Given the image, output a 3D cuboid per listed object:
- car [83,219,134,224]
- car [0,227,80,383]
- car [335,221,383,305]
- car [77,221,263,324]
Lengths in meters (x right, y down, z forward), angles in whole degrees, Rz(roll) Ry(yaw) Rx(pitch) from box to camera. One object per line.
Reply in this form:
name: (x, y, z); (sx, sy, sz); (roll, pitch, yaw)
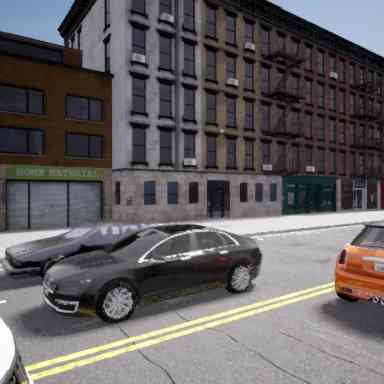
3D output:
car: (-2.510, 1.547, 9.869); (5.357, 1.411, 2.033); (0, 0, -35)
car: (-3.481, 1.222, 0.970); (5.566, 2.045, 2.150); (0, 0, -36)
car: (5.088, 1.352, 7.034); (4.553, 1.767, 2.097); (0, 0, -35)
car: (-0.573, 1.505, 7.258); (4.892, 1.490, 1.837); (0, 0, -35)
